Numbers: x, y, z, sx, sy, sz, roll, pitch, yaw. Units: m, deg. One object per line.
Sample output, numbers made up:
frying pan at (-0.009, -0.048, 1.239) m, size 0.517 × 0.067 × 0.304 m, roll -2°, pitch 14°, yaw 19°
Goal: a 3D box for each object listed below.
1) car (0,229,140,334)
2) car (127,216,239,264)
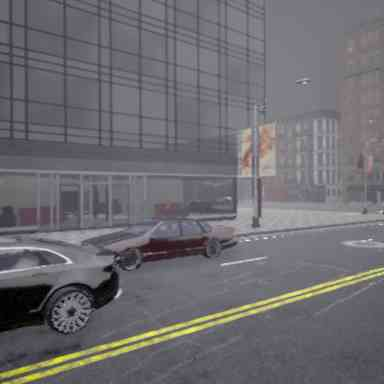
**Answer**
car at (-3.544, 1.491, 5.149) m, size 4.902 × 1.511 × 2.128 m, roll 0°, pitch 0°, yaw -35°
car at (-0.878, 1.540, 11.042) m, size 5.357 × 1.411 × 2.033 m, roll 0°, pitch 0°, yaw -35°
